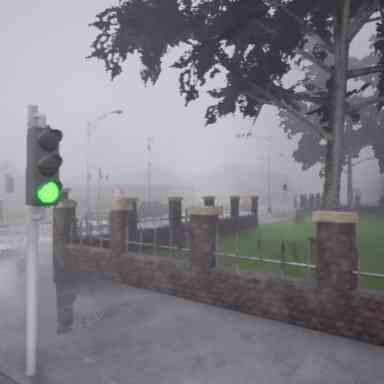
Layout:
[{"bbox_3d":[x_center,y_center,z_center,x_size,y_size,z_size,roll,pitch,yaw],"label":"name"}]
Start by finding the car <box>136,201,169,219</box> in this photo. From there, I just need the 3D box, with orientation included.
[{"bbox_3d":[-4.007,1.408,26.824,2.033,1.411,5.357,1,0,36],"label":"car"}]

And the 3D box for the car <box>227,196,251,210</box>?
[{"bbox_3d":[6.066,1.234,40.780,2.097,1.767,4.553,1,0,35],"label":"car"}]
